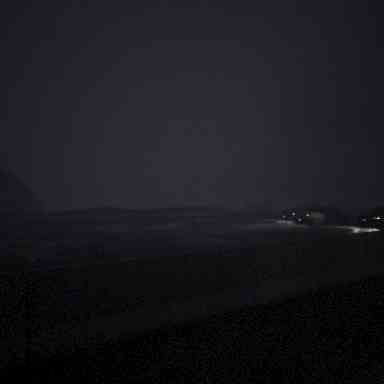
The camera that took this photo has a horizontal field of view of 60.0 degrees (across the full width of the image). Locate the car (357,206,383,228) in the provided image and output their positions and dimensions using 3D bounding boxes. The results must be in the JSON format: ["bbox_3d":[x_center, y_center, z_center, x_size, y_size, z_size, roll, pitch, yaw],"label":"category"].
[{"bbox_3d":[14.119,1.741,24.050,4.892,1.490,1.837,1,0,-25],"label":"car"}]

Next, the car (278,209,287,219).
[{"bbox_3d":[10.413,1.772,30.067,5.357,1.411,2.033,1,0,-26],"label":"car"}]

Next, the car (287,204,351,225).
[{"bbox_3d":[10.082,1.805,25.994,4.718,1.301,1.895,1,0,-27],"label":"car"}]
